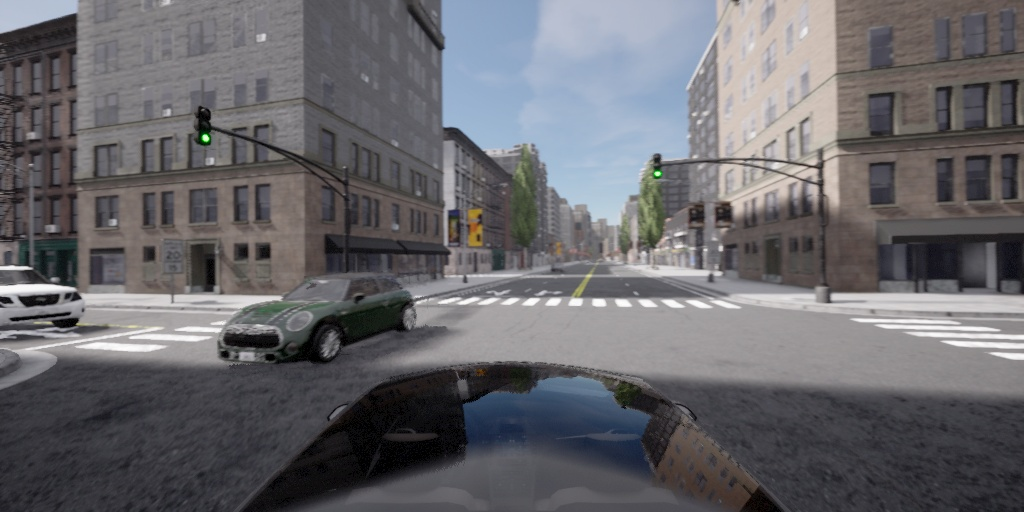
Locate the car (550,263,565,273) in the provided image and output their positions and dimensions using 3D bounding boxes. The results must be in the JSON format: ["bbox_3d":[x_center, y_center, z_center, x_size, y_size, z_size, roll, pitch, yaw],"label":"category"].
[{"bbox_3d":[6.878,1.768,53.810,1.837,1.490,4.892,-1,0,14],"label":"car"}]

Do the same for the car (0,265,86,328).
[{"bbox_3d":[-16.246,1.302,11.047,5.566,2.045,2.150,-1,0,14],"label":"car"}]

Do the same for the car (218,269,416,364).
[{"bbox_3d":[-4.228,1.223,8.609,2.097,1.767,4.553,-1,-1,14],"label":"car"}]
